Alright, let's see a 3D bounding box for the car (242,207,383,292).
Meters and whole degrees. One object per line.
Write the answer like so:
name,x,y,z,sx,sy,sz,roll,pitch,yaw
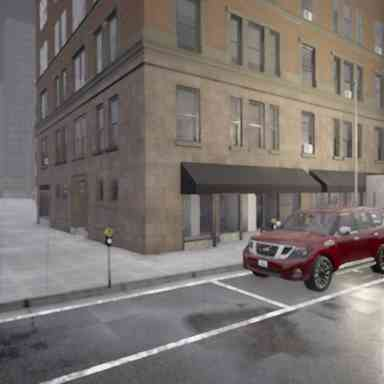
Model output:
car,3.685,1.351,9.179,5.009,1.841,2.192,0,-1,-36
